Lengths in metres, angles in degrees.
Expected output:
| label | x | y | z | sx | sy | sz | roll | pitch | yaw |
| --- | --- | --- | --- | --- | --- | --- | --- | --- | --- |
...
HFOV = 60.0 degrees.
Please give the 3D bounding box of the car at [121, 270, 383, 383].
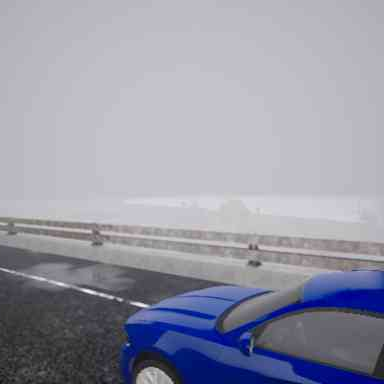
| label | x | y | z | sx | sy | sz | roll | pitch | yaw |
| --- | --- | --- | --- | --- | --- | --- | --- | --- | --- |
| car | 1.519 | 1.481 | 2.917 | 5.008 | 1.535 | 1.882 | -1 | 0 | 36 |
